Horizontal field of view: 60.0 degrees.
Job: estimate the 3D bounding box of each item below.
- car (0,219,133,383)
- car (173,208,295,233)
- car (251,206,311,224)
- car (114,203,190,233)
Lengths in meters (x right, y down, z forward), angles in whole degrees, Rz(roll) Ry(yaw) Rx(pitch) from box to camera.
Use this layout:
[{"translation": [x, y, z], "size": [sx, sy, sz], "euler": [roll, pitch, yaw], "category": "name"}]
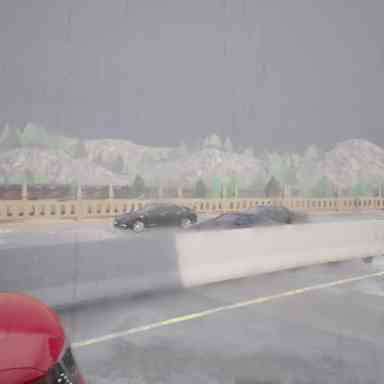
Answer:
[{"translation": [-3.278, 1.206, 1.314], "size": [5.566, 2.045, 2.150], "euler": [1, 0, -36], "category": "car"}, {"translation": [1.681, 1.509, 13.027], "size": [4.181, 1.385, 1.994], "euler": [0, 0, -29], "category": "car"}, {"translation": [4.072, 1.473, 18.394], "size": [5.357, 1.411, 2.033], "euler": [0, 0, -27], "category": "car"}, {"translation": [-1.984, 1.420, 18.995], "size": [4.892, 1.490, 1.837], "euler": [0, 0, -29], "category": "car"}]
